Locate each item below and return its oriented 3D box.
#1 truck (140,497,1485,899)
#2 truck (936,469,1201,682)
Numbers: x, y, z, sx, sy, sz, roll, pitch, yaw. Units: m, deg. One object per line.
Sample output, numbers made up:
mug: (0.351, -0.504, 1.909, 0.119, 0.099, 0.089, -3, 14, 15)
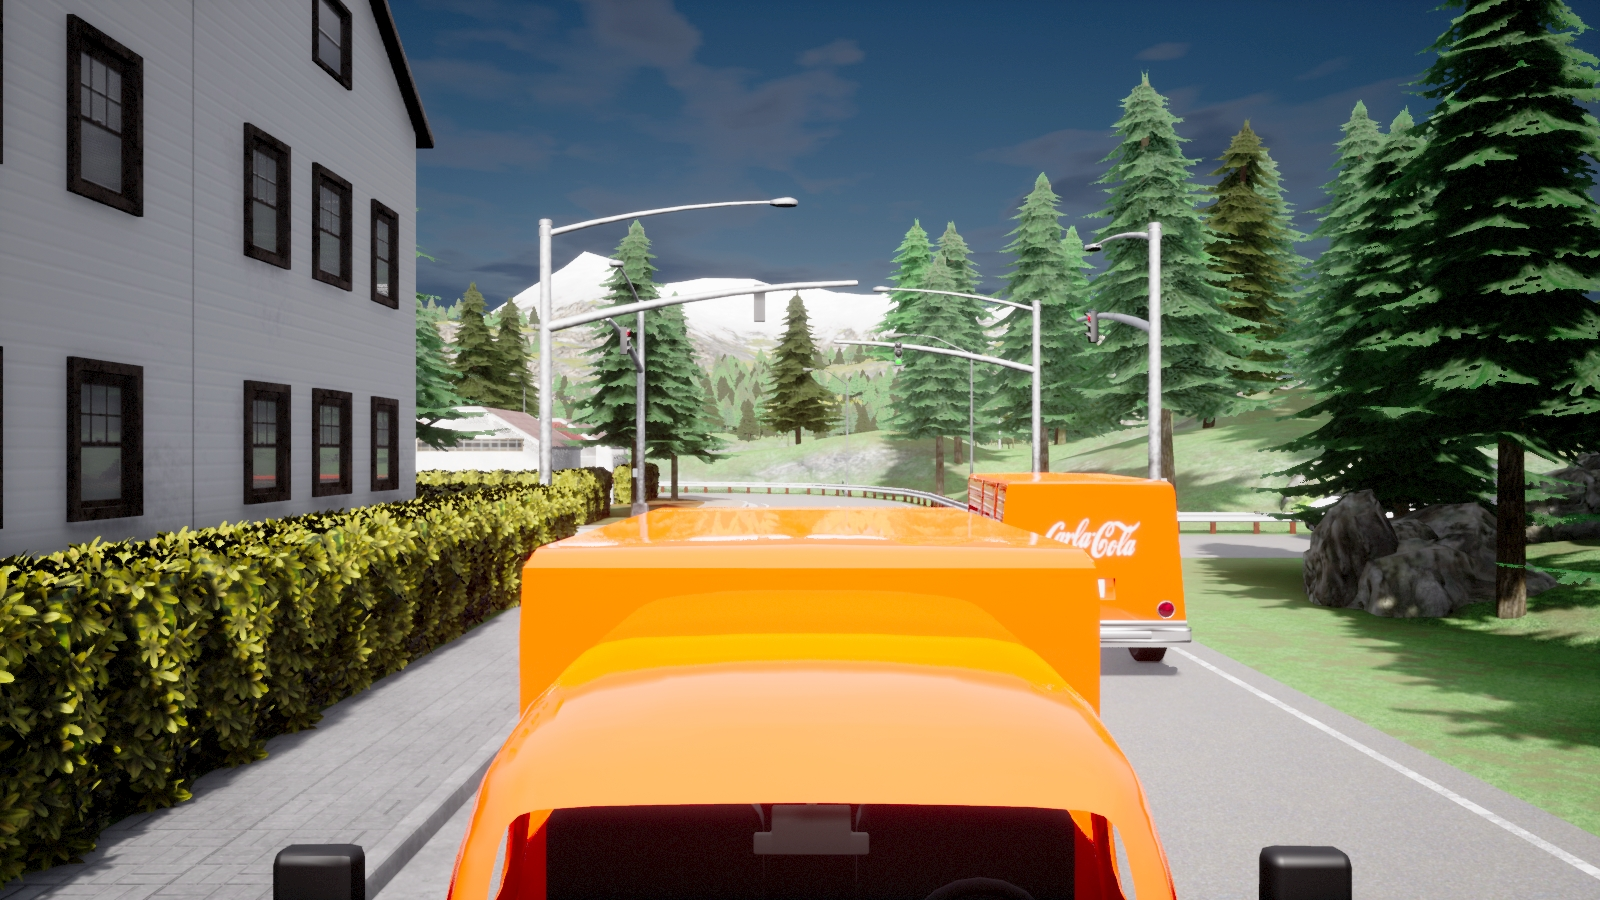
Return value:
truck: (0.034, 1.546, 4.837, 2.627, 2.467, 5.204, 0, 0, 0)
truck: (3.537, 1.548, 16.336, 2.627, 2.467, 5.204, 0, 0, 1)
